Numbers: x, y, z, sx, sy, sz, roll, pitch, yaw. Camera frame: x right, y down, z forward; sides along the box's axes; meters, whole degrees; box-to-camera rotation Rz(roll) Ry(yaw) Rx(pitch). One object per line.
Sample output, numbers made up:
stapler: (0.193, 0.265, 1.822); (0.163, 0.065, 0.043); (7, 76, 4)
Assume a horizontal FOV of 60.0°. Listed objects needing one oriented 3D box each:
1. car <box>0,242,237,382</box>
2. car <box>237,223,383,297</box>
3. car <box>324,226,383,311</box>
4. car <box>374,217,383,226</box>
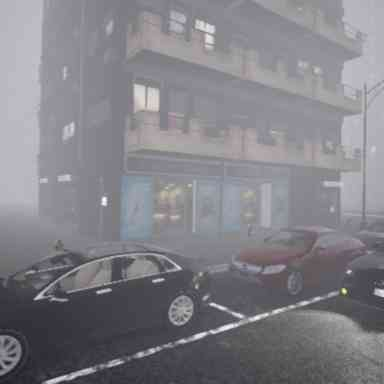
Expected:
car: (-1.651, 1.550, 5.325); (4.403, 1.369, 2.008); (0, 1, -35)
car: (2.860, 1.577, 8.543); (4.206, 1.307, 1.802); (0, 1, -35)
car: (4.903, 1.558, 6.868); (4.181, 1.385, 1.994); (0, 0, -35)
car: (7.370, 1.556, 11.760); (4.313, 1.339, 1.947); (0, 1, -35)
